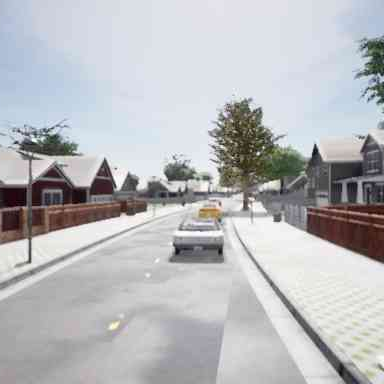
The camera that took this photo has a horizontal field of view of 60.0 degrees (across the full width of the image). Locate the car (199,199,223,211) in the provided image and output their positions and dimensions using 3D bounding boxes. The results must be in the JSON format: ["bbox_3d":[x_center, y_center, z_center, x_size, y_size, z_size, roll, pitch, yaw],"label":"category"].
[{"bbox_3d":[1.645,1.675,29.186,1.882,1.535,5.008,0,0,7],"label":"car"}]

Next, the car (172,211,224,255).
[{"bbox_3d":[0.340,1.715,13.970,1.895,1.301,4.718,0,0,3],"label":"car"}]

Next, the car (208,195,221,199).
[{"bbox_3d":[4.350,1.524,63.410,2.150,2.045,5.566,0,0,10],"label":"car"}]
